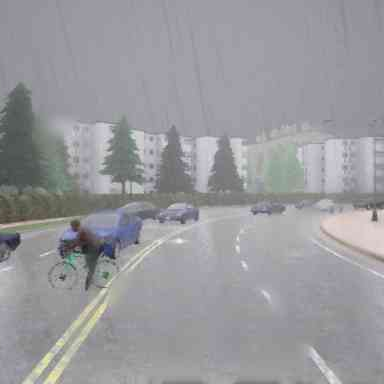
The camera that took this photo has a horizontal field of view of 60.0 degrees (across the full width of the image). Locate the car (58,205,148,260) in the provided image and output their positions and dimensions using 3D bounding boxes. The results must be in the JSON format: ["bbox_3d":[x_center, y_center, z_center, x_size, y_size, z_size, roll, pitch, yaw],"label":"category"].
[{"bbox_3d":[-3.257,1.478,12.714,1.882,1.535,5.008,0,0,5],"label":"car"}]

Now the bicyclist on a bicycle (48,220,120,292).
[{"bbox_3d":[-2.483,1.455,7.616,1.656,1.620,0.582,-2,0,-1],"label":"bicyclist on a bicycle"}]

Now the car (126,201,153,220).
[{"bbox_3d":[-4.170,1.505,25.226,1.837,1.490,4.892,0,0,20],"label":"car"}]

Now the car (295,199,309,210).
[{"bbox_3d":[14.897,1.547,41.231,5.357,1.411,2.033,0,0,-41],"label":"car"}]

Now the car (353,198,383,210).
[{"bbox_3d":[22.676,1.491,42.525,4.902,1.511,2.128,0,0,-30],"label":"car"}]

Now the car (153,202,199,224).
[{"bbox_3d":[-0.842,1.526,24.872,1.812,1.442,4.674,0,0,20],"label":"car"}]

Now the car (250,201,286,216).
[{"bbox_3d":[7.618,1.547,33.059,2.033,1.411,5.357,0,0,35],"label":"car"}]

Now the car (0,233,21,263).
[{"bbox_3d":[-6.930,1.601,9.268,1.895,1.301,4.718,0,0,3],"label":"car"}]

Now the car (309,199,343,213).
[{"bbox_3d":[14.869,1.526,36.261,1.812,1.442,4.674,0,0,43],"label":"car"}]
